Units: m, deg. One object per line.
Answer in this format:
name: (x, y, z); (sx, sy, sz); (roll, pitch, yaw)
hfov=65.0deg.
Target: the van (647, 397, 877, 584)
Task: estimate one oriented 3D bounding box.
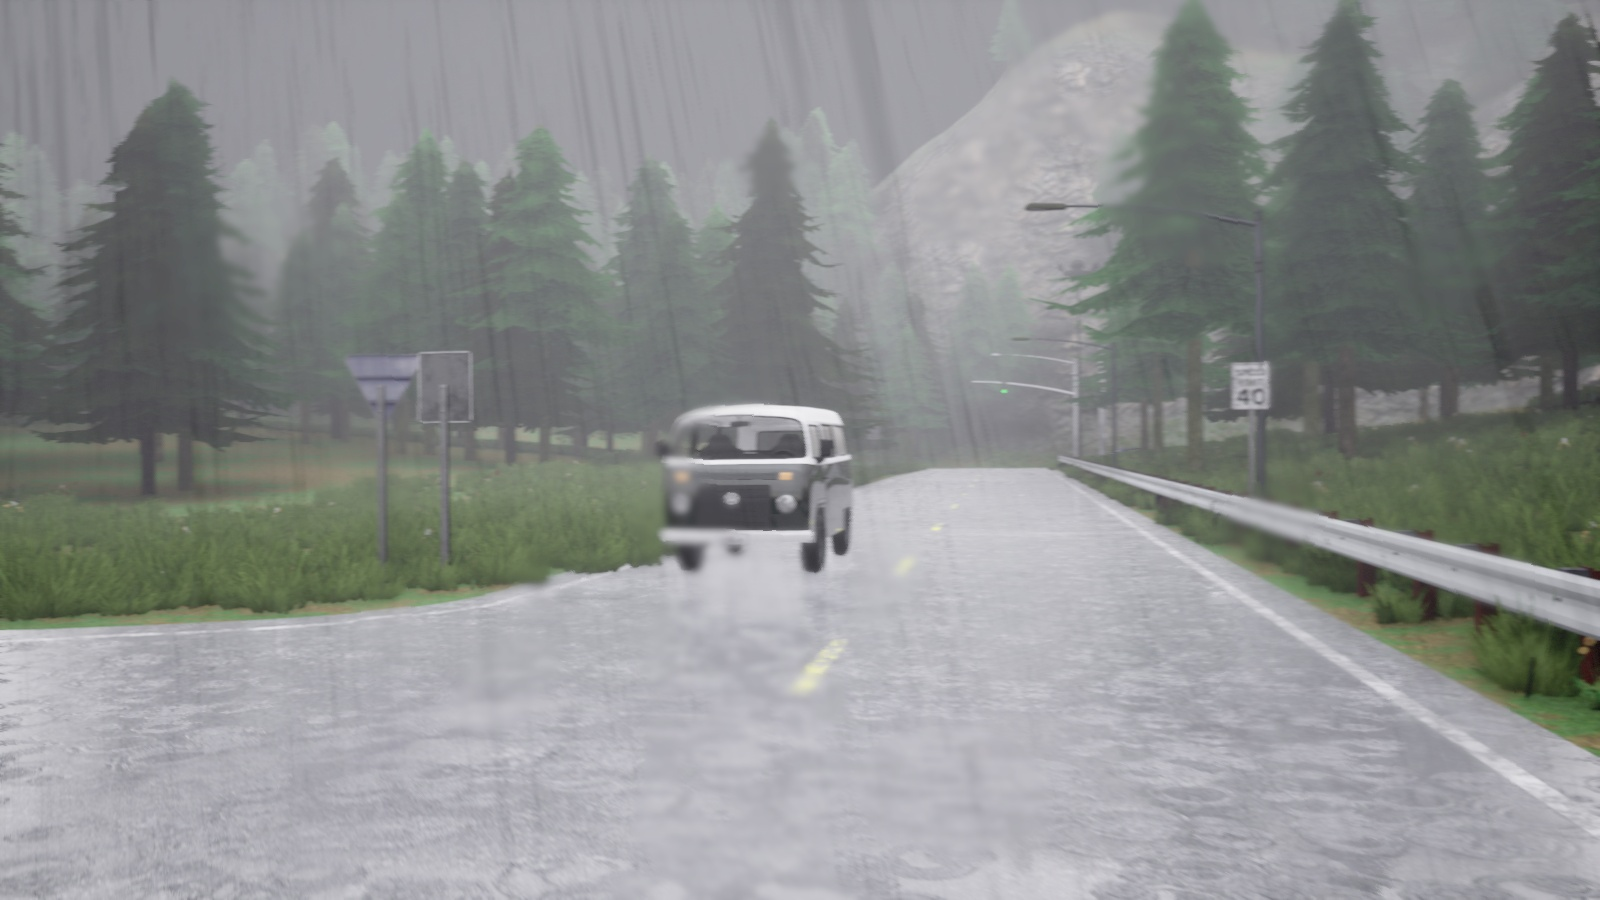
van: (-0.301, 0.435, 16.061); (2.069, 2.038, 4.480); (-1, 0, 10)
